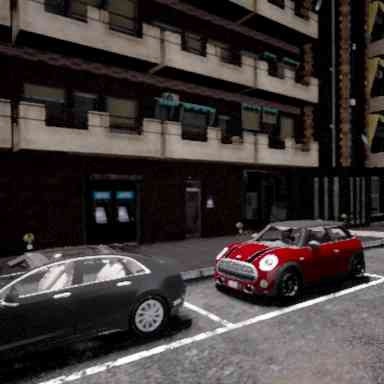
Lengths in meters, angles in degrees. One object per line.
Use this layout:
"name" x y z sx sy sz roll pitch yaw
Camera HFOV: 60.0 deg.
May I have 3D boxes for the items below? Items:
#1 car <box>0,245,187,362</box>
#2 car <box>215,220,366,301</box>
"car" -2.135 1.556 5.075 4.403 1.369 2.008 0 -1 -36
"car" 2.506 1.471 8.345 4.097 1.590 1.967 0 -1 -36
